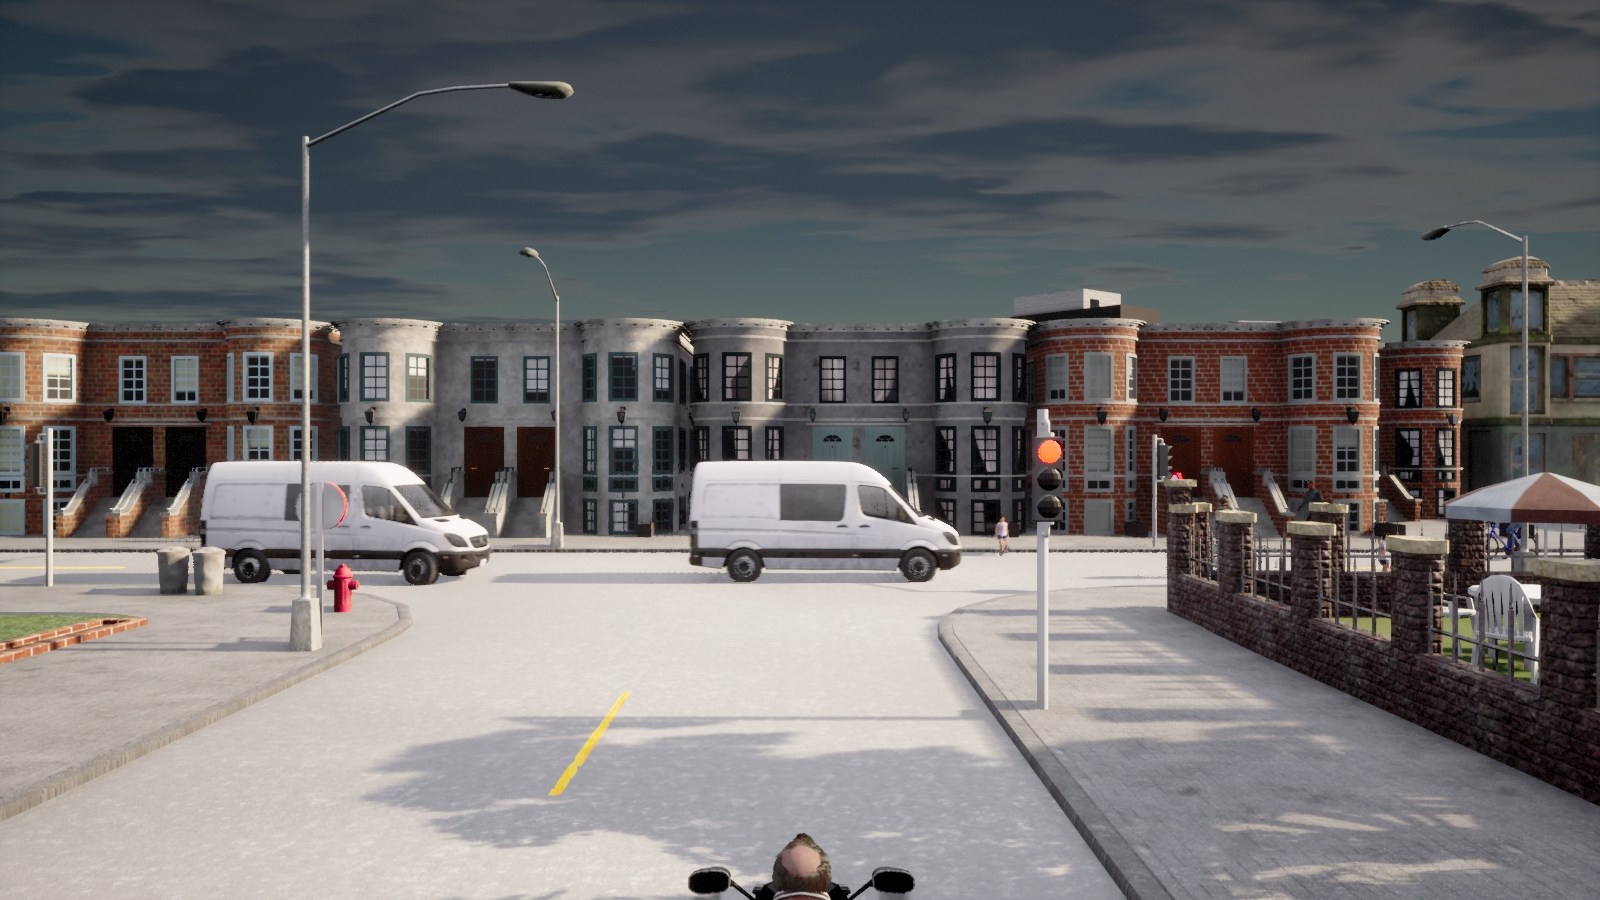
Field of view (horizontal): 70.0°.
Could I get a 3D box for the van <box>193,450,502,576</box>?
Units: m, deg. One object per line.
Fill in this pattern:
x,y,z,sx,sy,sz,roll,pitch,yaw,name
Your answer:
-9.640,1.305,24.597,5.915,2.561,1.988,0,-1,5,van

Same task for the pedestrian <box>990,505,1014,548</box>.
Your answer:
5.293,1.996,29.983,0.500,1.100,0.500,0,0,-8,pedestrian

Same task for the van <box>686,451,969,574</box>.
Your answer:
0.568,1.305,24.918,5.915,2.561,1.988,0,0,0,van

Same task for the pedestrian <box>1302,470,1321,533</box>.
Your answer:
15.110,1.512,33.773,0.375,1.860,0.375,0,0,-6,pedestrian

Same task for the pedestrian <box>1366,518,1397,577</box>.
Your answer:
11.306,1.887,22.236,0.500,1.100,0.500,0,0,23,pedestrian
